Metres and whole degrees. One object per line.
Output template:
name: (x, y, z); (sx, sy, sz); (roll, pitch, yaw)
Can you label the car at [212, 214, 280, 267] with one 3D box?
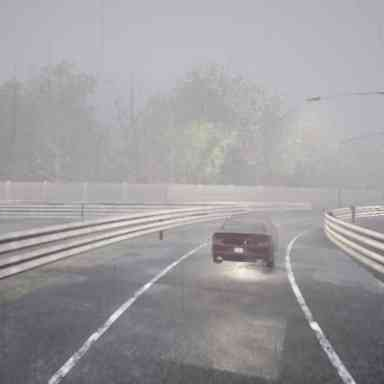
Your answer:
car: (2.071, 1.543, 11.950); (1.882, 1.535, 5.008); (0, 0, 17)
